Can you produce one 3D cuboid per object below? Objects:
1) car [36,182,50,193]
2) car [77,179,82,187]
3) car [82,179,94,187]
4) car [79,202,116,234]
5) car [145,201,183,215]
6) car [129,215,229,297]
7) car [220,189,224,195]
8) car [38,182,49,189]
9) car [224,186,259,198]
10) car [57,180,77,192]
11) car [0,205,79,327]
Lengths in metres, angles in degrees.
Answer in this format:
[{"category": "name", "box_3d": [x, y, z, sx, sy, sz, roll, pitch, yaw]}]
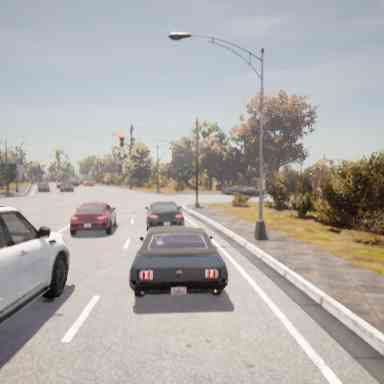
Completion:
[{"category": "car", "box_3d": [-24.140, -0.682, 54.260, 1.837, 1.490, 4.892, -1, 3, -24]}, {"category": "car", "box_3d": [-29.012, -2.092, 81.678, 1.882, 1.535, 5.008, -1, 3, -25]}, {"category": "car", "box_3d": [-26.002, -2.304, 83.496, 2.097, 1.767, 4.553, -1, 3, -25]}, {"category": "car", "box_3d": [-4.900, 1.226, 16.819, 1.812, 1.442, 4.674, 0, 2, -8]}, {"category": "car", "box_3d": [-1.465, 1.198, 17.416, 1.812, 1.442, 4.674, 0, 2, -8]}, {"category": "car", "box_3d": [-0.389, 1.514, 8.397, 1.895, 1.301, 4.718, 0, 1, -4]}, {"category": "car", "box_3d": [6.617, -0.185, 49.606, 4.892, 1.490, 1.837, 1, 3, -22]}, {"category": "car", "box_3d": [-30.863, -1.393, 69.093, 1.994, 1.385, 4.181, -1, 3, -25]}, {"category": "car", "box_3d": [7.405, 0.075, 46.167, 4.718, 1.301, 1.895, 1, 3, -22]}, {"category": "car", "box_3d": [-20.990, -0.914, 55.779, 2.097, 1.767, 4.553, -1, 3, -24]}, {"category": "car", "box_3d": [-3.691, 1.190, 5.093, 2.150, 2.045, 5.566, 0, 1, -3]}]
